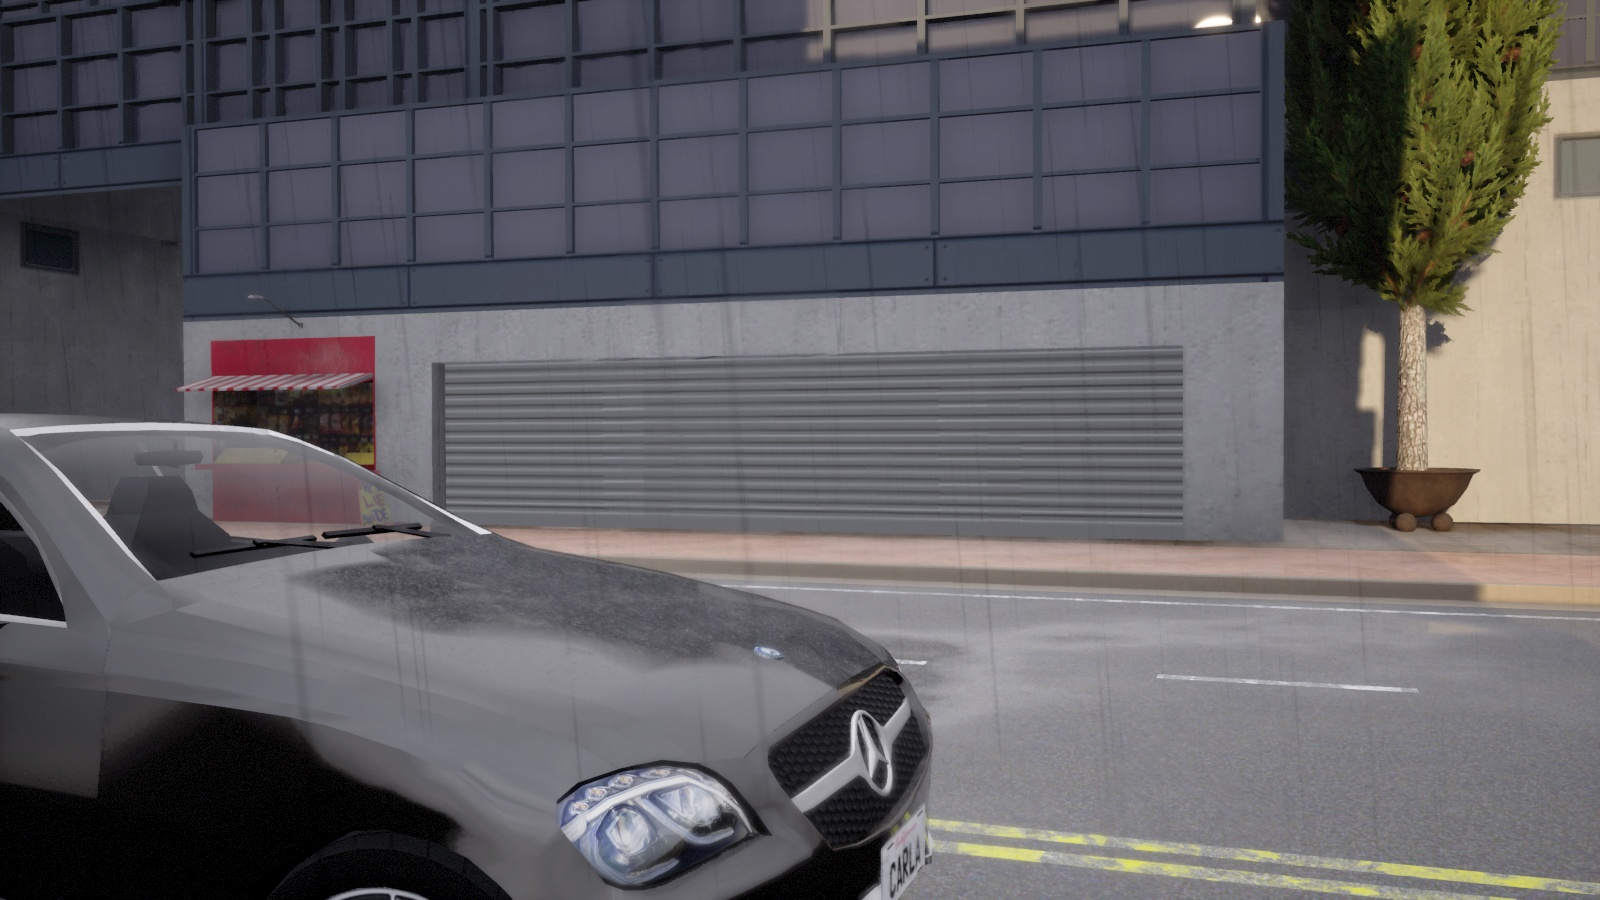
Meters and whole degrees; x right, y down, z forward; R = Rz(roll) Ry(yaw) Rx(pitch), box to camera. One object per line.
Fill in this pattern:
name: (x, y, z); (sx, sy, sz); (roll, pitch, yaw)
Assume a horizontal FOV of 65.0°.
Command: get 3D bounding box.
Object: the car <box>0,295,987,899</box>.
car: (-2.120, 0.535, 3.904); (5.027, 1.651, 2.152); (1, 1, 19)
